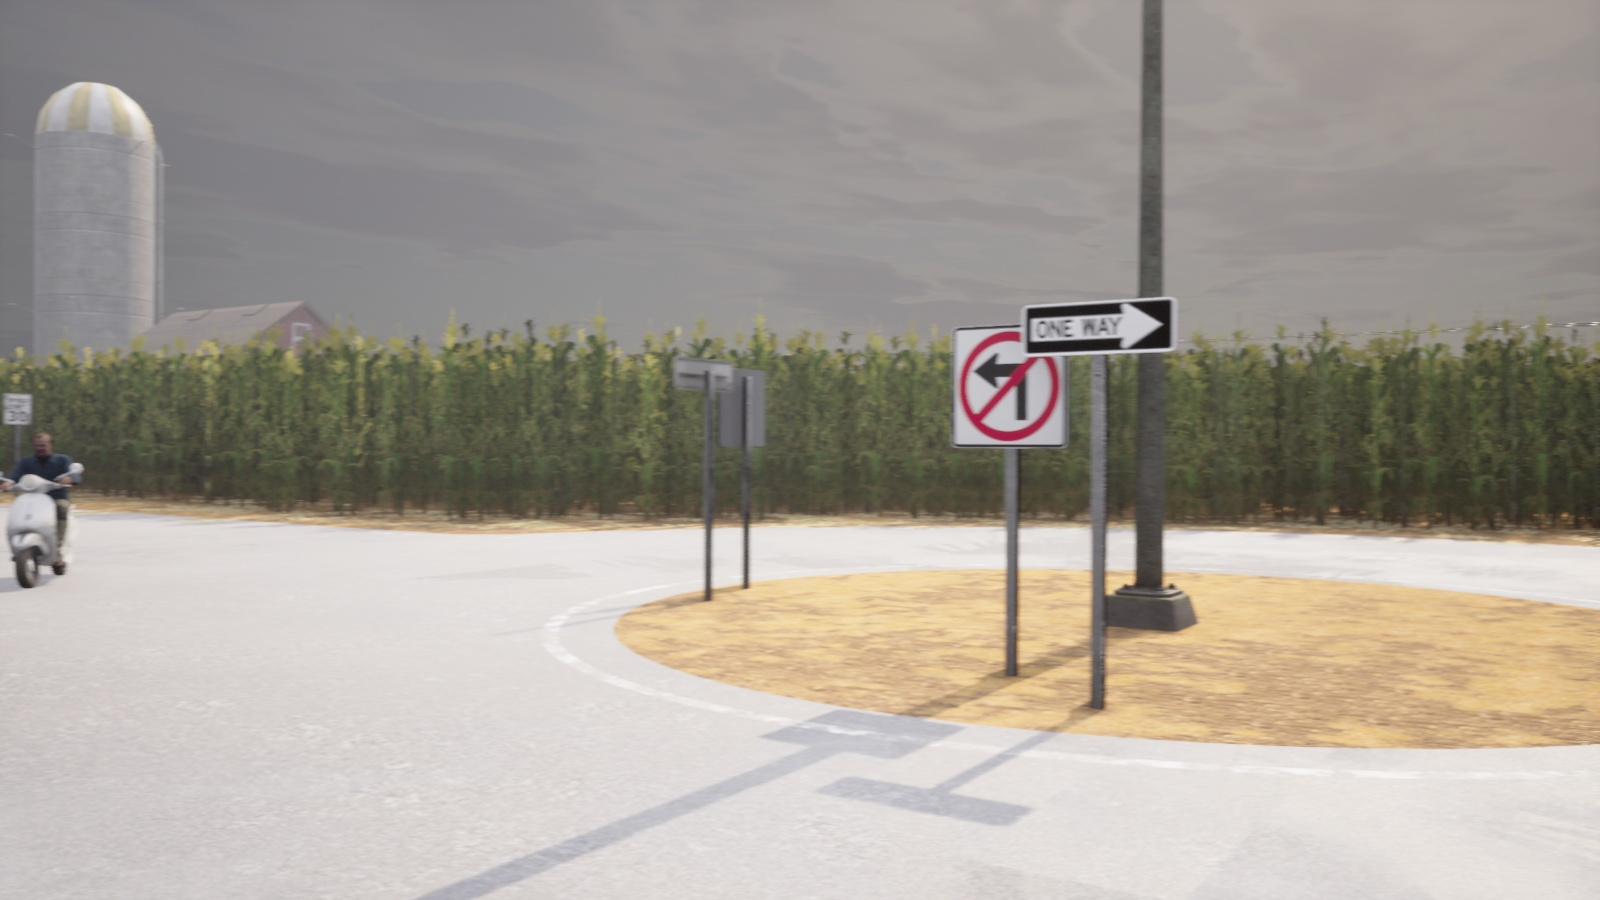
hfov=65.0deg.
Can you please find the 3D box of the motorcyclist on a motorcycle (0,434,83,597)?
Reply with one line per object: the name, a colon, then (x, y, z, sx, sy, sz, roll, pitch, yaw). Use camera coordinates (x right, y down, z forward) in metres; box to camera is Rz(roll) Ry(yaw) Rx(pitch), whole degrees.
motorcyclist on a motorcycle: (-8.191, 0.643, 13.102, 0.866, 1.590, 1.817, -2, 1, -19)
